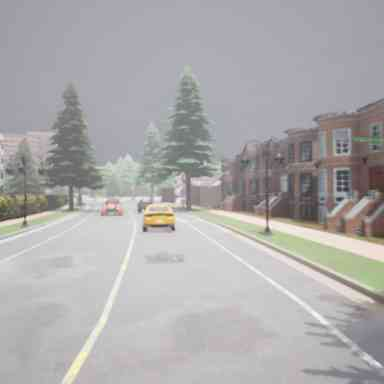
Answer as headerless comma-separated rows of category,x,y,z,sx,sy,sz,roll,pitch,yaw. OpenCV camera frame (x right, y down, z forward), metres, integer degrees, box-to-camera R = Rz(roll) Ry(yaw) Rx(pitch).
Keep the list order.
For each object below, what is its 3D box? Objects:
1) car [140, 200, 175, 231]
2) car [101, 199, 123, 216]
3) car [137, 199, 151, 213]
car,-2.198,1.533,21.434,1.882,1.535,5.008,0,0,-8
car,-8.086,1.478,33.877,2.097,1.767,4.553,0,0,-11
car,-5.531,1.607,39.737,2.128,1.511,4.902,0,0,-12
